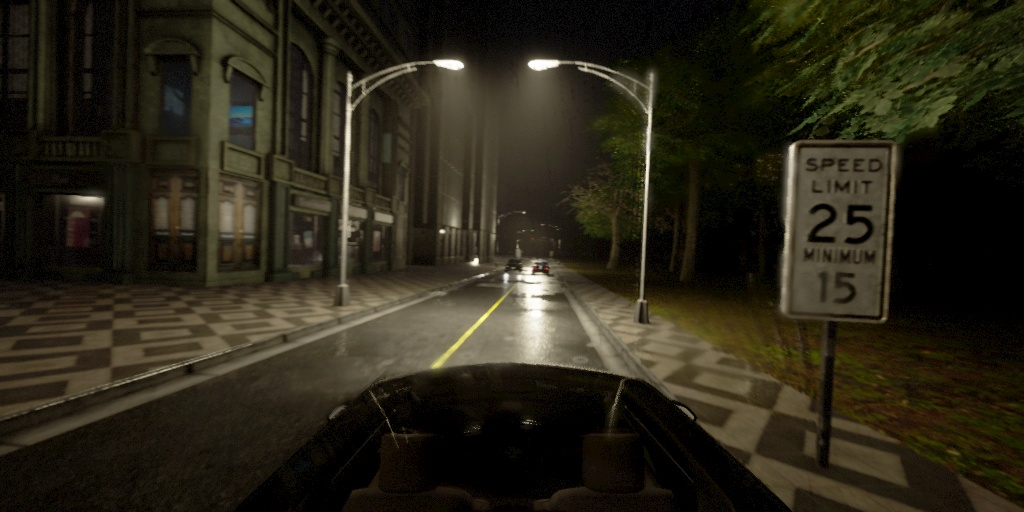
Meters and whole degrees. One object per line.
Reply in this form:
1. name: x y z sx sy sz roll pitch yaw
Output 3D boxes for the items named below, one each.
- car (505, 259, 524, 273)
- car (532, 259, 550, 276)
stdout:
1. car: 0.299 1.081 41.437 1.837 1.490 4.892 2 0 5
2. car: 3.056 1.264 37.932 2.033 1.411 5.357 2 0 6
